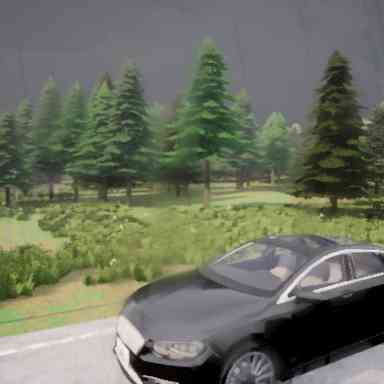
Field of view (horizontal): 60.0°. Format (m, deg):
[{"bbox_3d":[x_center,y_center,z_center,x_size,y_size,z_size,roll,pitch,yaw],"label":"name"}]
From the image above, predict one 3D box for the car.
[{"bbox_3d":[1.417,1.411,4.677,4.902,1.511,2.128,0,1,-29],"label":"car"}]
